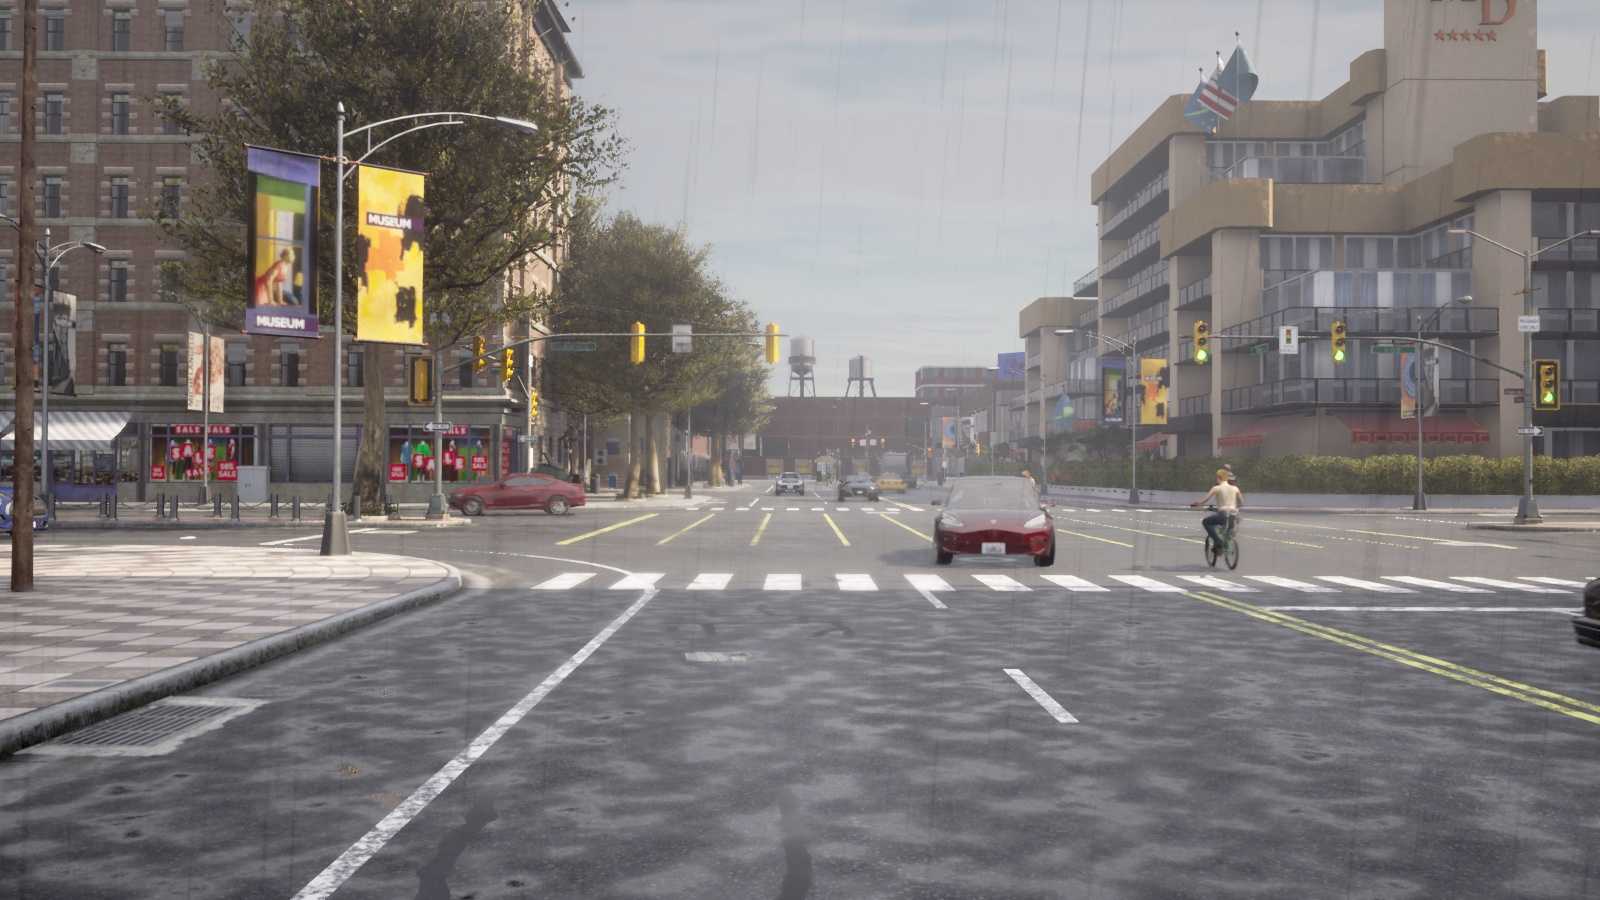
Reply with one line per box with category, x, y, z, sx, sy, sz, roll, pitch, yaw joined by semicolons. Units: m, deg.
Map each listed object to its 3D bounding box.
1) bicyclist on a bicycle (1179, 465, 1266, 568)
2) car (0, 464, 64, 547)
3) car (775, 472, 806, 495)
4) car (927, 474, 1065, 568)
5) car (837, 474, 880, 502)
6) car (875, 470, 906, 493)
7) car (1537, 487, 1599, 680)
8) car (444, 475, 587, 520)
bicyclist on a bicycle;6.847;1.067;20.417;0.866;1.612;1.509;0;-2;-1
car;-19.190;1.215;27.790;4.553;1.767;2.097;0;-1;1
car;-0.637;2.166;82.609;1.970;1.475;3.806;0;-1;0
car;3.463;1.176;22.436;2.163;1.488;4.792;0;-1;8
car;2.995;1.956;65.030;1.994;1.385;4.181;0;-1;-1
car;6.320;2.204;88.133;1.801;1.575;5.366;0;-1;0
car;6.950;0.958;7.382;2.033;1.411;5.357;0;-1;0
car;-9.776;1.602;43.138;4.674;1.442;1.812;0;-1;-17
